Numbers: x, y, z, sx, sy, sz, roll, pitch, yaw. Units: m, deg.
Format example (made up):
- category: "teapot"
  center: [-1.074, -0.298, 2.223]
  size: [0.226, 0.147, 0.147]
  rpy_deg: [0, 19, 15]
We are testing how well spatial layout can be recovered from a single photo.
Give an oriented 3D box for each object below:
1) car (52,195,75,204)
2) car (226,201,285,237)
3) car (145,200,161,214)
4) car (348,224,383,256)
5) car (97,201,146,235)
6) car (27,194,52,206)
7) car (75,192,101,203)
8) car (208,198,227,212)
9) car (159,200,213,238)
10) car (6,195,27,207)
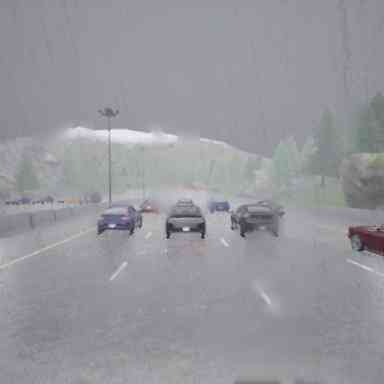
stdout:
- category: "car"
  center: [-18.628, 1.187, 49.627]
  size: [1.882, 1.535, 5.008]
  rpy_deg: [0, 0, -1]
- category: "car"
  center: [3.170, 1.402, 17.373]
  size: [1.837, 1.490, 4.892]
  rpy_deg: [0, 0, -1]
- category: "car"
  center: [-4.191, 1.485, 34.085]
  size: [1.994, 1.385, 4.181]
  rpy_deg: [0, 0, -1]
- category: "car"
  center: [6.820, 1.522, 10.409]
  size: [1.895, 1.301, 4.718]
  rpy_deg: [0, 0, -1]
- category: "car"
  center: [-3.848, 1.428, 18.141]
  size: [1.812, 1.442, 4.674]
  rpy_deg: [0, 0, -1]
- category: "car"
  center: [-22.127, 1.149, 49.548]
  size: [1.837, 1.490, 4.892]
  rpy_deg: [0, 0, -1]
- category: "car"
  center: [-15.129, 0.932, 49.673]
  size: [2.150, 2.045, 5.566]
  rpy_deg: [0, 0, -1]
- category: "car"
  center: [2.788, 1.397, 35.138]
  size: [1.882, 1.535, 5.008]
  rpy_deg: [0, 0, -1]
- category: "car"
  center: [-0.320, 1.393, 16.866]
  size: [2.128, 1.511, 4.902]
  rpy_deg: [0, 0, -1]
- category: "car"
  center: [-25.627, 1.281, 49.481]
  size: [1.882, 1.535, 5.008]
  rpy_deg: [0, 0, -1]
